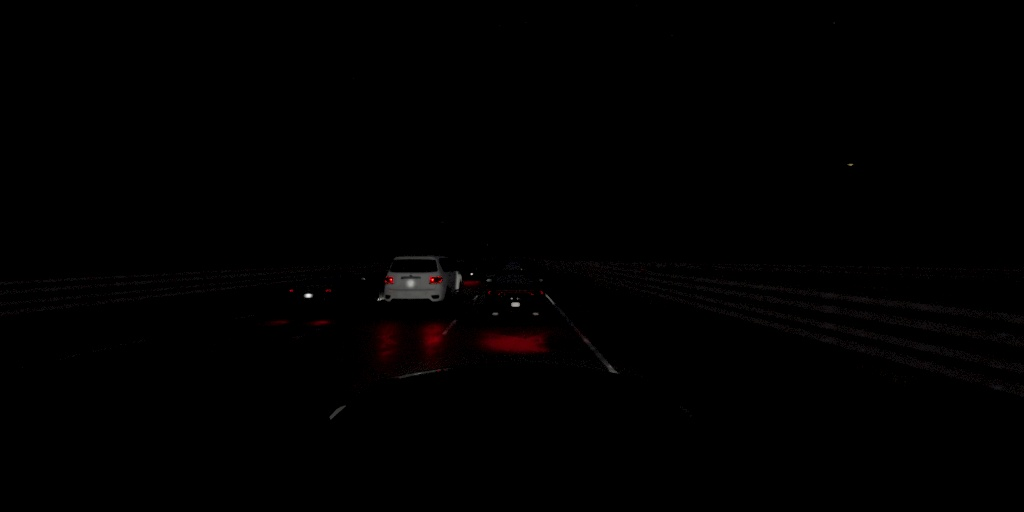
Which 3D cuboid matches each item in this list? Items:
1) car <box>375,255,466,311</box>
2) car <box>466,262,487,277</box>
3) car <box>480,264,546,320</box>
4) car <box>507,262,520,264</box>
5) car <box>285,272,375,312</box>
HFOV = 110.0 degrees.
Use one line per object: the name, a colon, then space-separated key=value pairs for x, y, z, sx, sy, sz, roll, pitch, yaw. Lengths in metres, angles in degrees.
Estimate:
car: x=-3.404 y=0.975 z=14.655 sx=2.150 sy=2.045 sz=5.566 roll=0 pitch=0 yaw=0
car: x=-3.395 y=1.277 z=32.711 sx=1.837 sy=1.490 sz=4.892 roll=0 pitch=0 yaw=0
car: x=0.104 y=1.230 z=12.678 sx=1.882 sy=1.535 sz=5.008 roll=0 pitch=0 yaw=0
car: x=0.105 y=1.300 z=33.576 sx=1.812 sy=1.442 sz=4.674 roll=0 pitch=0 yaw=0
car: x=-6.899 y=1.316 z=14.173 sx=1.994 sy=1.385 sz=4.181 roll=0 pitch=0 yaw=0
